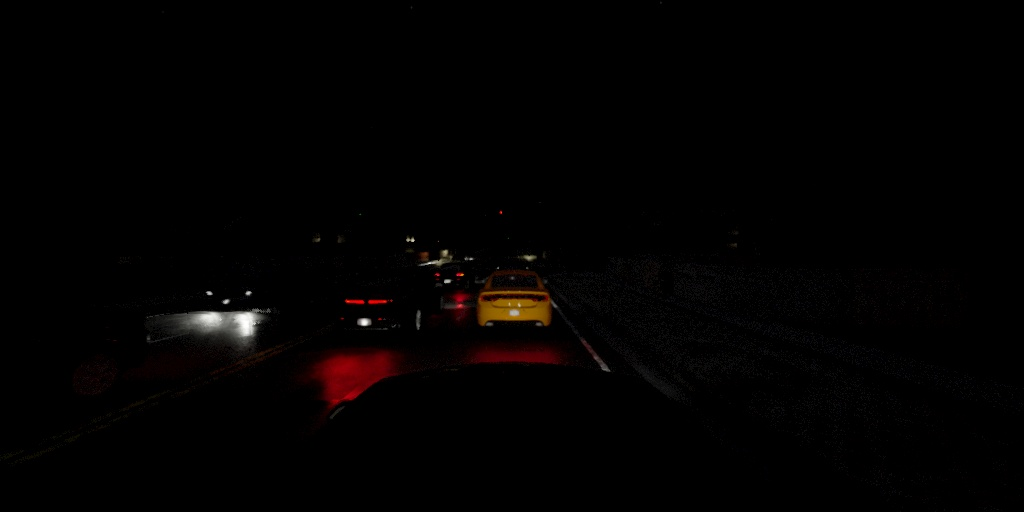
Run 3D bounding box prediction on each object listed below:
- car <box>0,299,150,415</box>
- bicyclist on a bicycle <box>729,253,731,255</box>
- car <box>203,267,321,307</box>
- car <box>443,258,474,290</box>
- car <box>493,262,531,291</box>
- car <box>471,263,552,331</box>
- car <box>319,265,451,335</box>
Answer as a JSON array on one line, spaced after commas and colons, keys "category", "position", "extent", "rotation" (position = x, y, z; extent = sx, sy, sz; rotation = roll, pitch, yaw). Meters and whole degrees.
[{"category": "car", "position": [-6.600, 1.214, 3.446], "extent": [1.882, 1.535, 5.008], "rotation": [0, 0, 0]}, {"category": "bicyclist on a bicycle", "position": [18.456, 0.552, 30.199], "extent": [0.582, 1.620, 1.656], "rotation": [0, 1, -2]}, {"category": "car", "position": [-9.834, 1.158, 14.993], "extent": [2.033, 1.411, 5.357], "rotation": [0, 1, 0]}, {"category": "car", "position": [-3.216, 1.061, 20.349], "extent": [1.812, 1.442, 4.674], "rotation": [0, 1, 1]}, {"category": "car", "position": [0.041, 1.093, 20.808], "extent": [1.994, 1.385, 4.181], "rotation": [0, 1, 1]}, {"category": "car", "position": [0.073, 1.140, 10.711], "extent": [1.882, 1.535, 5.008], "rotation": [0, 0, 0]}, {"category": "car", "position": [-3.179, 1.172, 10.167], "extent": [1.837, 1.490, 4.892], "rotation": [0, 0, 0]}]
